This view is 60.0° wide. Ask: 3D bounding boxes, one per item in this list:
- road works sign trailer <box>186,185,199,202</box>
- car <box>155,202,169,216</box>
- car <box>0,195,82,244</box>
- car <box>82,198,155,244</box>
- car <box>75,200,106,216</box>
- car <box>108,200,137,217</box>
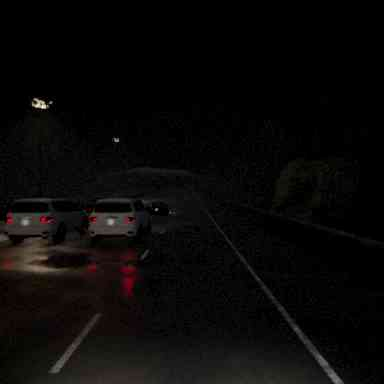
[{"bbox_3d":[-0.010,0.244,67.046,2.380,3.560,2.880,0,1,0],"label":"road works sign trailer"},{"bbox_3d":[-3.399,1.659,33.984,1.994,1.385,4.181,0,0,0],"label":"car"},{"bbox_3d":[-6.899,1.321,16.460,2.150,2.045,5.566,0,0,0],"label":"car"},{"bbox_3d":[-3.400,1.322,16.611,2.150,2.045,5.566,0,0,0],"label":"car"},{"bbox_3d":[-10.399,1.619,34.414,1.812,1.442,4.674,0,0,0],"label":"car"},{"bbox_3d":[-6.899,1.602,33.454,1.837,1.490,4.892,0,0,0],"label":"car"}]
